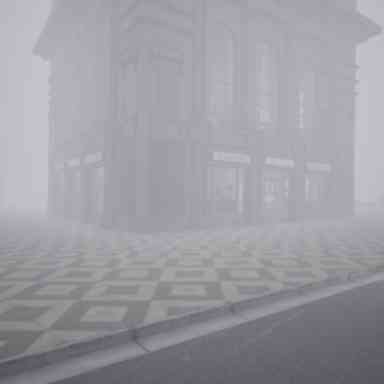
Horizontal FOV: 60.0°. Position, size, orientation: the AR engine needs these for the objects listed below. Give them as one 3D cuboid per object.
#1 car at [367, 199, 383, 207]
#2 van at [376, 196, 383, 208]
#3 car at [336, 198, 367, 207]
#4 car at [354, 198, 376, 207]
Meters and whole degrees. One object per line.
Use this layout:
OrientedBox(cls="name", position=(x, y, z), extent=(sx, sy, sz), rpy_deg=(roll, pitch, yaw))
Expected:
OrientedBox(cls="car", position=(31.334, 1.802, 54.212), extent=(1.887, 1.381, 4.507), rpy_deg=(1, -1, -36))
OrientedBox(cls="van", position=(27.604, 1.415, 44.751), extent=(1.690, 1.788, 3.998), rpy_deg=(1, -1, -36))
OrientedBox(cls="car", position=(28.108, 1.823, 58.698), extent=(1.887, 1.381, 4.507), rpy_deg=(1, -1, -36))
OrientedBox(cls="car", position=(24.378, 1.639, 49.235), extent=(1.887, 1.381, 4.507), rpy_deg=(1, -1, -36))
